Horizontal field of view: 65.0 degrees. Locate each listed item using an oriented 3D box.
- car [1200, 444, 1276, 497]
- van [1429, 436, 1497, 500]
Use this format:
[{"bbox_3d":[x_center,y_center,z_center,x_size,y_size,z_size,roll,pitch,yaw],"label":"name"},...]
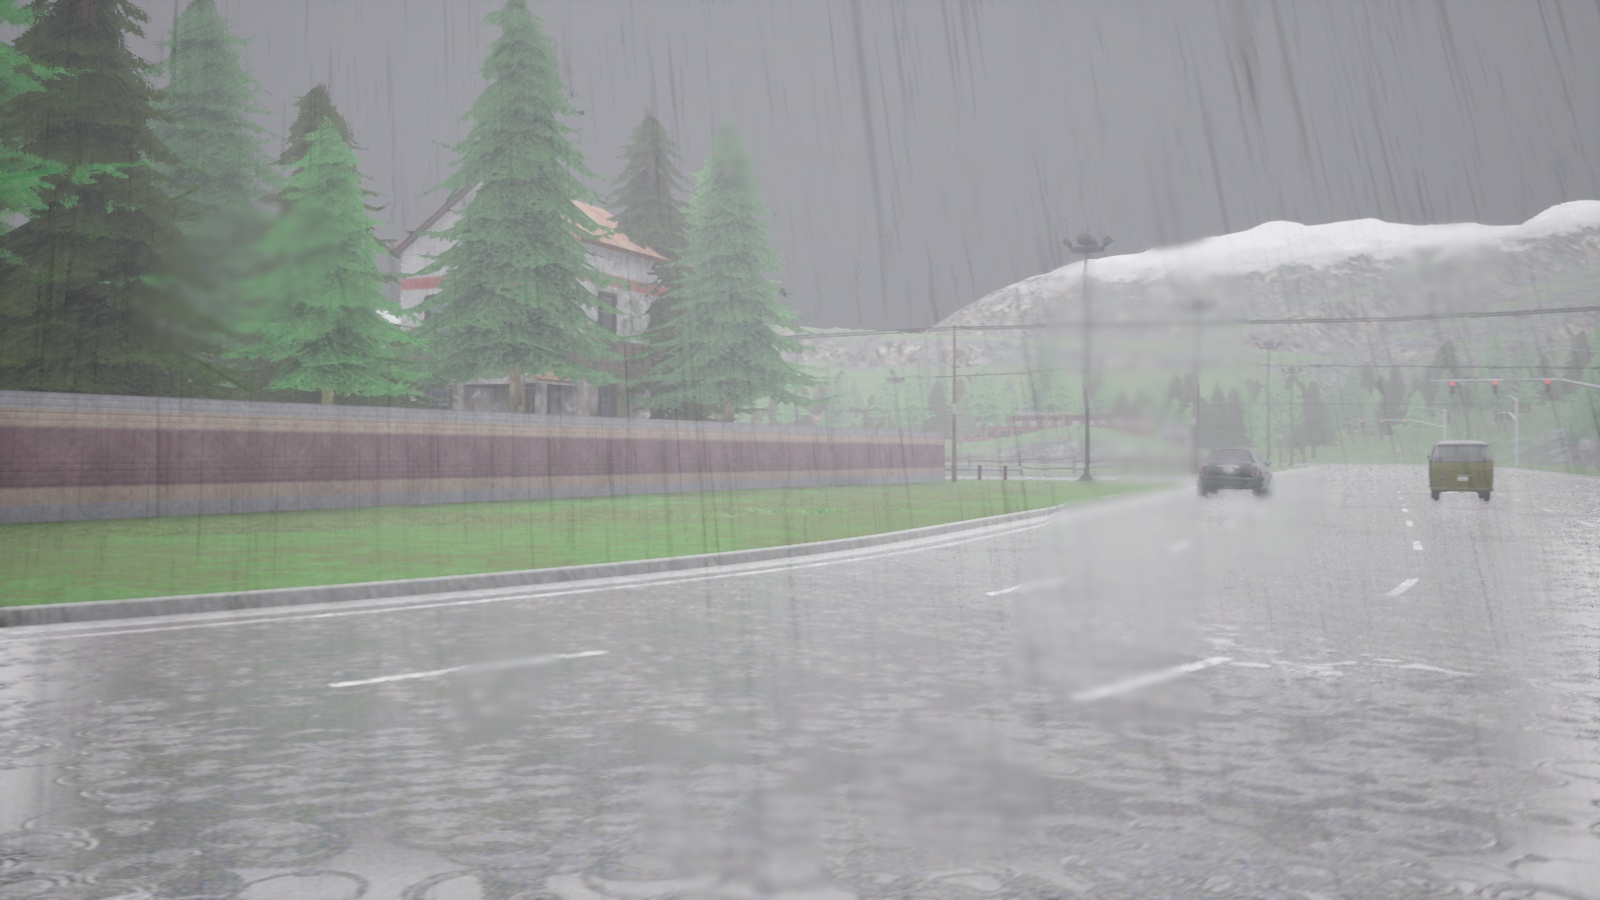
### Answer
[{"bbox_3d":[15.611,0.707,44.640,2.097,1.767,4.553,0,0,25],"label":"car"},{"bbox_3d":[22.052,0.575,41.888,1.775,1.987,4.442,0,0,25],"label":"van"}]
